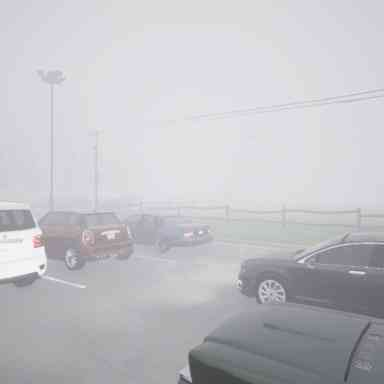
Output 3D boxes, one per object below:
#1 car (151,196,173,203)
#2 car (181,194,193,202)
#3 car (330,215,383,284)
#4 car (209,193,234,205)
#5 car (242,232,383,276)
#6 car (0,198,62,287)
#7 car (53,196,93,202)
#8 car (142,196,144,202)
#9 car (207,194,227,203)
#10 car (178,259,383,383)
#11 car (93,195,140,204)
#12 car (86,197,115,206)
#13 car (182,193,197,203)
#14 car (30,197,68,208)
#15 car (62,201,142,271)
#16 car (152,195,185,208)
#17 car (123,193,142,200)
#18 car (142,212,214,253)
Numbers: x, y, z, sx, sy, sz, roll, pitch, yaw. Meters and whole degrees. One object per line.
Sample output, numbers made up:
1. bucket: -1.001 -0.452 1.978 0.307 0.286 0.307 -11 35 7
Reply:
1. car: -6.078 1.526 67.717 1.812 1.442 4.674 0 0 37
2. car: -2.733 1.547 60.541 2.033 1.411 5.357 0 0 36
3. car: 6.257 1.478 8.129 5.008 1.535 1.882 0 0 36
4. car: 5.534 1.211 59.994 2.150 2.045 5.566 0 1 36
5. car: 3.190 1.505 6.014 4.892 1.490 1.837 0 0 36
6. car: -5.810 1.221 8.086 5.566 2.045 2.150 0 0 36
7. car: -15.336 1.352 43.260 2.097 1.767 4.553 0 0 35
8. car: -10.550 1.223 55.804 2.150 2.045 5.566 0 0 36
9. car: 5.467 1.345 71.623 2.097 1.767 4.553 0 0 36
10. car: 2.214 1.601 2.411 4.718 1.301 1.895 0 0 36
11. car: -9.017 1.505 40.080 1.837 1.490 4.892 0 0 36
12. car: -15.194 1.564 55.367 1.994 1.385 4.181 0 0 37
13. car: -1.145 1.224 68.528 2.150 2.045 5.566 0 0 36
14. car: -20.560 1.505 47.996 1.837 1.490 4.892 0 0 35
15. car: -4.143 1.352 11.201 4.553 1.767 2.097 0 0 36
16. car: -3.574 1.526 47.559 1.812 1.442 4.674 0 0 36
17. car: -10.300 1.352 50.218 2.097 1.767 4.553 0 0 36
18. car: -1.706 1.547 13.760 5.357 1.411 2.033 0 0 36
